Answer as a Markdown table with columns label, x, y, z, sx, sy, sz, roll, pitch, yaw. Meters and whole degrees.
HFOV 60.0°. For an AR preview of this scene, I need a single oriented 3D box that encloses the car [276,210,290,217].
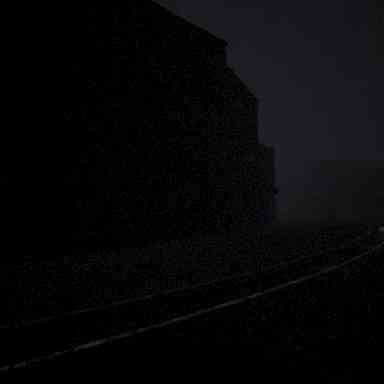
| label | x | y | z | sx | sy | sz | roll | pitch | yaw |
| --- | --- | --- | --- | --- | --- | --- | --- | --- | --- |
| car | 18.153 | 4.500 | 69.370 | 2.033 | 1.411 | 5.357 | -2 | -3 | -17 |
